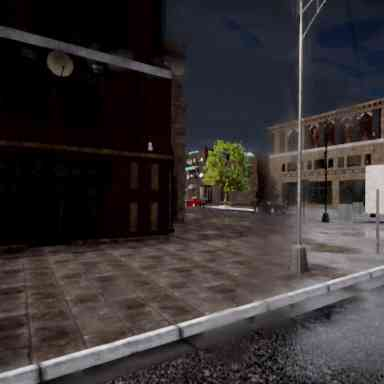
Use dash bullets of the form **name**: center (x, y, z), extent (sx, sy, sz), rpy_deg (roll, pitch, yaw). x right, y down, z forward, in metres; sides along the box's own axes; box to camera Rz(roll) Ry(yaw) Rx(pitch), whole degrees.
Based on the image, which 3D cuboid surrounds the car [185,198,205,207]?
- **car**: center (0.422, 1.617, 51.459), extent (1.887, 1.381, 4.507), rpy_deg (1, -1, -27)

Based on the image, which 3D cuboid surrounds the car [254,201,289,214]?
- **car**: center (8.500, 1.620, 35.983), extent (2.008, 1.369, 4.403), rpy_deg (1, -1, -27)
